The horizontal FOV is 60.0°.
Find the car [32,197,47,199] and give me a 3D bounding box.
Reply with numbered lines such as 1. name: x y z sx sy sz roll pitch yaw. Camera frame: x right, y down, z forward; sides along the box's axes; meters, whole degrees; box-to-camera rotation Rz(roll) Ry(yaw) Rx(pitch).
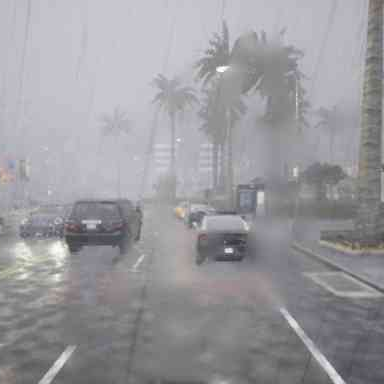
1. car: -25.433 1.708 55.016 1.837 1.490 4.892 1 -1 -41

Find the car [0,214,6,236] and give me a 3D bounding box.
1. car: -10.820 1.563 15.942 1.837 1.490 4.892 0 0 -3

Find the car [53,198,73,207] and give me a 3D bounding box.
1. car: -21.722 1.768 55.973 1.994 1.385 4.181 0 0 -38

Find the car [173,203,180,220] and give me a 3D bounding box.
1. car: -0.552 1.563 29.311 1.801 1.575 5.366 0 0 -12

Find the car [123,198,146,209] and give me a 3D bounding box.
1. car: -8.705 1.688 49.775 1.837 1.490 4.892 0 0 -30

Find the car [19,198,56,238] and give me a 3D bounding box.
1. car: -7.456 1.418 17.970 2.097 1.767 4.553 0 0 -5

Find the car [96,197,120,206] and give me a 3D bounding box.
1. car: -14.984 1.707 59.131 2.128 1.511 4.902 0 0 -40

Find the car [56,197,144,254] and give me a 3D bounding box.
1. car: -3.473 1.273 13.983 2.150 2.045 5.566 0 0 -1

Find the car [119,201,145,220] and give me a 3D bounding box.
1. car: -5.599 1.603 30.452 2.128 1.511 4.902 0 0 -13

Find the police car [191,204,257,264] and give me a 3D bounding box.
1. police car: 1.051 1.470 12.074 1.930 1.638 5.238 0 0 0

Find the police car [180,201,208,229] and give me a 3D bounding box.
1. police car: 0.506 1.509 22.790 1.930 1.638 5.238 0 0 -7
